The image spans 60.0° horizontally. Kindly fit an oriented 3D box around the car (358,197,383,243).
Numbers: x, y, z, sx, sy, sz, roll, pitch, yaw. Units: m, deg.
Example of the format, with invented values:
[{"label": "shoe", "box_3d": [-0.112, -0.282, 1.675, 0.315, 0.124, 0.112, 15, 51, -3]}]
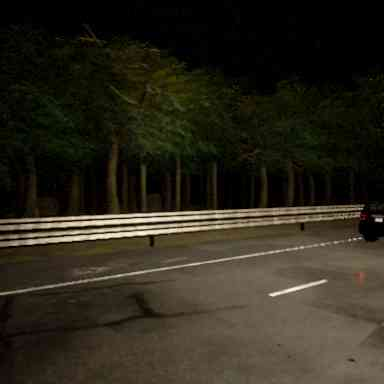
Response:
[{"label": "car", "box_3d": [9.740, 1.232, 14.996, 5.566, 2.045, 2.150, 0, 0, -35]}]
